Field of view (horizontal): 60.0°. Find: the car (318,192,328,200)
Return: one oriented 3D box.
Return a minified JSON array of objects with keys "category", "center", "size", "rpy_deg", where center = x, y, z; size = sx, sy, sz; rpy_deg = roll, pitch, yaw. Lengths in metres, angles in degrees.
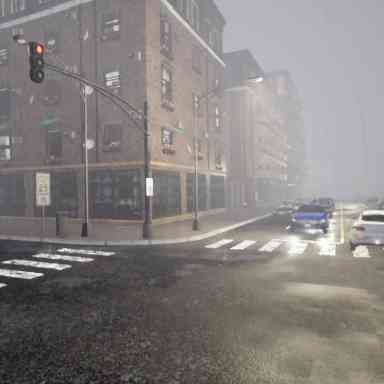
[{"category":"car","center":[33.325,1.006,84.568],"size":[2.192,1.841,5.009],"rpy_deg":[-1,0,24]}]

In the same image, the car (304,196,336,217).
[{"category":"car","center":[10.632,1.361,27.449],"size":[2.128,1.511,4.902],"rpy_deg":[0,0,24]}]

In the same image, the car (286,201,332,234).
[{"category":"car","center":[6.788,1.432,18.914],"size":[1.812,1.442,4.674],"rpy_deg":[0,0,24]}]

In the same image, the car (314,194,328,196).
[{"category":"car","center":[14.754,1.309,36.706],"size":[1.882,1.535,5.008],"rpy_deg":[0,0,24]}]

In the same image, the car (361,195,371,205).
[{"category":"car","center":[27.019,1.277,49.960],"size":[2.008,1.369,4.403],"rpy_deg":[-1,0,24]}]

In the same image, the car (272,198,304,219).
[{"category":"car","center":[7.727,1.445,27.376],"size":[2.008,1.369,4.403],"rpy_deg":[-1,0,24]}]

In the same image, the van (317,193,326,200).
[{"category":"van","center":[30.999,1.047,79.370],"size":[1.690,1.788,3.998],"rpy_deg":[-1,0,24]}]

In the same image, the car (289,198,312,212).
[{"category":"car","center":[12.382,1.402,37.775],"size":[2.008,1.369,4.403],"rpy_deg":[-1,0,24]}]

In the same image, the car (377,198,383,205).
[{"category":"car","center":[17.708,1.389,29.162],"size":[1.802,1.307,4.206],"rpy_deg":[-1,0,24]}]

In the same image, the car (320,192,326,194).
[{"category":"car","center":[24.017,1.195,63.771],"size":[1.967,1.590,4.097],"rpy_deg":[-1,0,24]}]

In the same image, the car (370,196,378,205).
[{"category":"car","center":[20.036,1.337,34.362],"size":[2.008,1.369,4.403],"rpy_deg":[-1,0,24]}]

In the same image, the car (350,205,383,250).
[{"category":"car","center":[7.336,1.424,13.108],"size":[1.812,1.442,4.674],"rpy_deg":[0,0,30]}]
